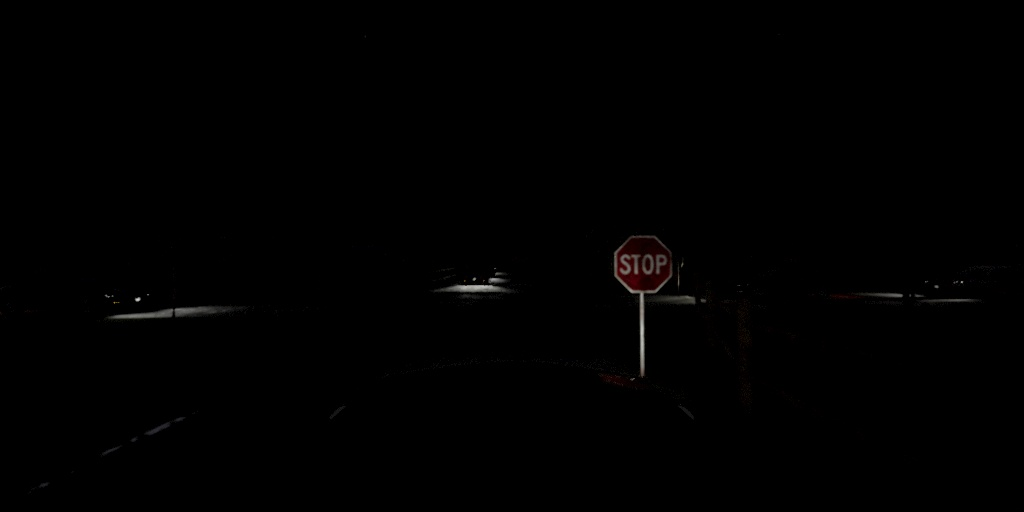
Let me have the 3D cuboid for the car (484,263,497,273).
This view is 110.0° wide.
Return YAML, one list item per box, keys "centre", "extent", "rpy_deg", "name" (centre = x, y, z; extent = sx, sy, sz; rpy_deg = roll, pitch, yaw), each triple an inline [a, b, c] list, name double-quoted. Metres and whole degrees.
- centre: [-3.231, 1.791, 54.852]
  extent: [1.837, 1.490, 4.892]
  rpy_deg: [0, -1, -2]
  name: "car"

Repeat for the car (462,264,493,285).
- centre: [-2.861, 1.580, 28.897]
  extent: [1.994, 1.385, 4.181]
  rpy_deg: [0, -1, -1]
  name: "car"

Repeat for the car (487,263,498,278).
- centre: [-2.915, 1.740, 40.942]
  extent: [1.895, 1.301, 4.718]
  rpy_deg: [0, -1, 0]
  name: "car"

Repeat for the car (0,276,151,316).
- centre: [-17.385, 1.522, 14.314]
  extent: [4.892, 1.490, 1.837]
  rpy_deg: [-1, -2, -1]
  name: "car"

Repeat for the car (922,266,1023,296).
- centre: [23.230, 1.208, 17.688]
  extent: [4.674, 1.442, 1.812]
  rpy_deg: [-1, -2, 0]
  name: "car"

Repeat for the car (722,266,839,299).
- centre: [13.035, 1.262, 17.584]
  extent: [5.008, 1.535, 1.882]
  rpy_deg: [-1, -2, -1]
  name: "car"

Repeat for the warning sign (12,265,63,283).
- centre: [-25.790, 1.392, 19.508]
  extent: [1.060, 1.860, 1.300]
  rpy_deg: [0, 0, -1]
  name: "warning sign"
